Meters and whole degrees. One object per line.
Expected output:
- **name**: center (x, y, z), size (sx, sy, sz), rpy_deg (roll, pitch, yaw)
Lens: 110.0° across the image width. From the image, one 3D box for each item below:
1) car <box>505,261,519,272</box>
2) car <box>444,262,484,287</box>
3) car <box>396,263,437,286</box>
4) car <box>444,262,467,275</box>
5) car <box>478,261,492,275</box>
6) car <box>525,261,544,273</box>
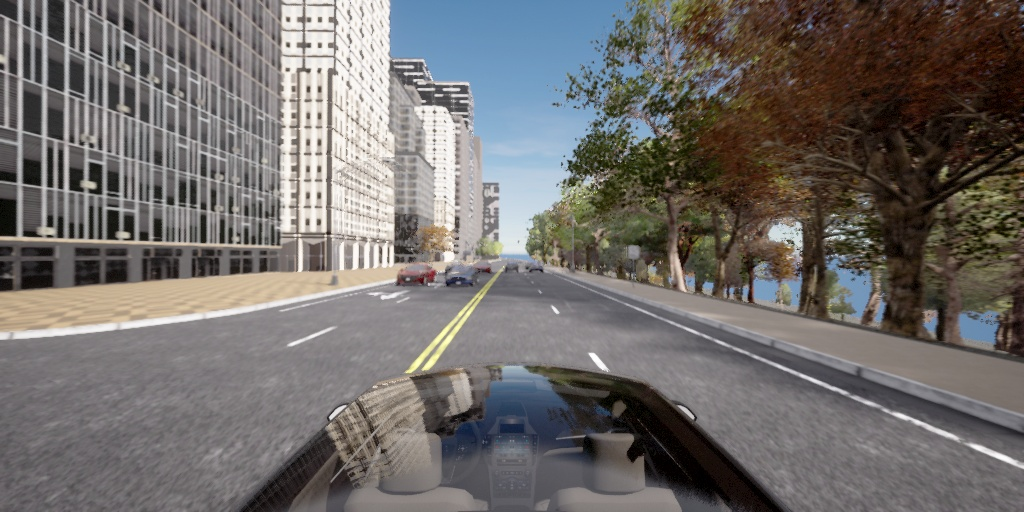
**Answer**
- **car**: center (-0.028, 1.403, 48.202), size (2.128, 1.511, 4.902), rpy_deg (0, 0, 0)
- **car**: center (-3.355, 1.329, 25.090), size (2.033, 1.411, 5.357), rpy_deg (0, 0, 0)
- **car**: center (-6.600, 1.234, 25.285), size (1.882, 1.535, 5.008), rpy_deg (0, -1, 0)
- **car**: center (-6.595, 1.393, 42.049), size (1.994, 1.385, 4.181), rpy_deg (0, 0, 0)
- **car**: center (-3.347, 1.332, 41.679), size (1.882, 1.535, 5.008), rpy_deg (0, 0, 0)
- **car**: center (3.218, 1.484, 48.028), size (2.033, 1.411, 5.357), rpy_deg (0, 0, 0)
